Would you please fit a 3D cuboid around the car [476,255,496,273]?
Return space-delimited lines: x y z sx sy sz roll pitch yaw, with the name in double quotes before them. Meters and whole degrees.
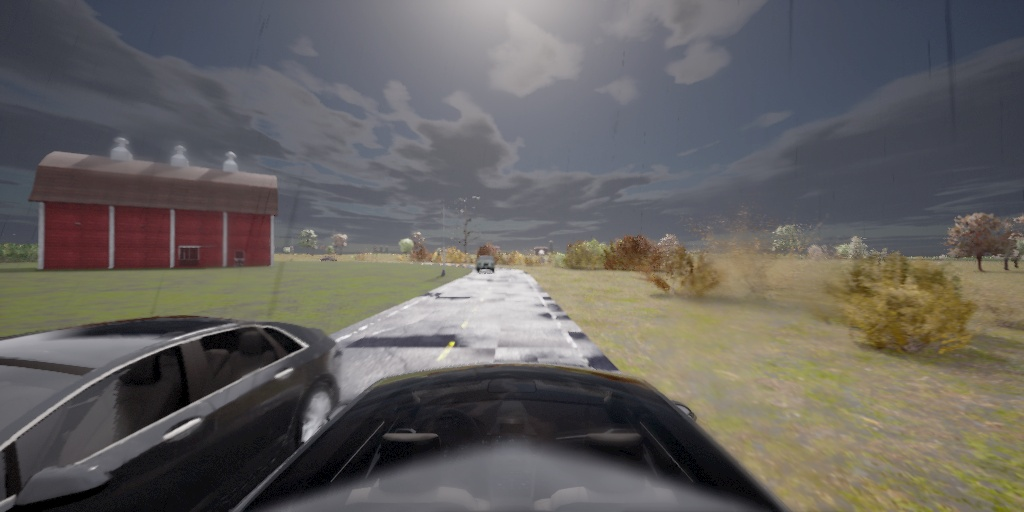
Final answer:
"car" -3.208 0.947 44.116 2.150 2.045 5.566 0 0 -4

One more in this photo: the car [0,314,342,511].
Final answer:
"car" -2.850 1.255 2.208 1.837 1.490 4.892 0 0 0
